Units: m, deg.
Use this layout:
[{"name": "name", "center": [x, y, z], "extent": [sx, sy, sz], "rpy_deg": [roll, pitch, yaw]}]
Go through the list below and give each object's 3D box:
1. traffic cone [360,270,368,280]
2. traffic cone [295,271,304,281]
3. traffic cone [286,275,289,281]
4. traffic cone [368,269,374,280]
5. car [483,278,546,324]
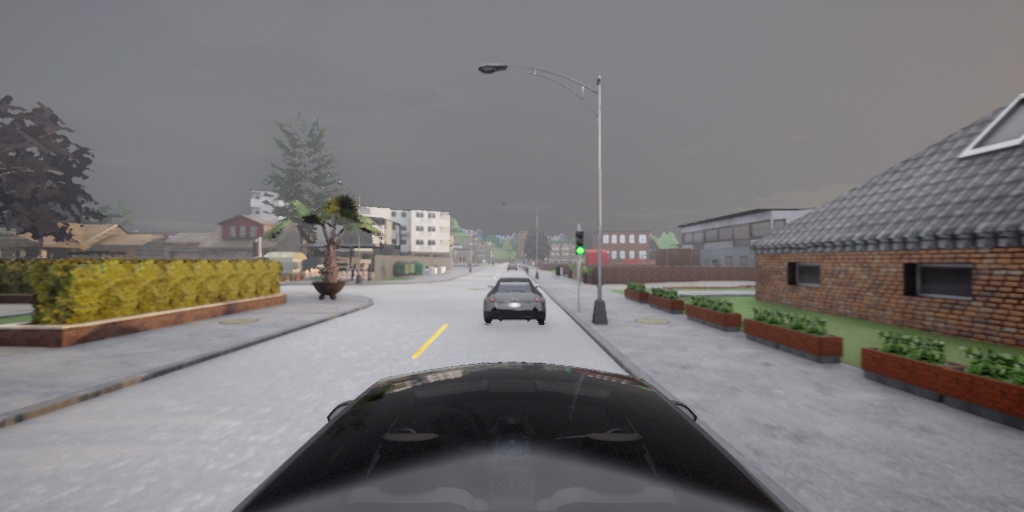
[{"name": "traffic cone", "center": [-15.762, 2.023, 38.102], "extent": [0.344, 0.586, 0.344], "rpy_deg": [0, 0, 0]}, {"name": "traffic cone", "center": [-19.807, 1.968, 33.217], "extent": [0.344, 0.586, 0.344], "rpy_deg": [0, 0, 0]}, {"name": "traffic cone", "center": [-20.327, 1.988, 32.497], "extent": [0.344, 0.586, 0.344], "rpy_deg": [0, 0, 0]}, {"name": "traffic cone", "center": [-15.401, 2.026, 38.672], "extent": [0.344, 0.586, 0.344], "rpy_deg": [0, 0, 0]}, {"name": "car", "center": [0.085, 1.451, 12.605], "extent": [1.994, 1.385, 4.181], "rpy_deg": [0, -1, 0]}]
